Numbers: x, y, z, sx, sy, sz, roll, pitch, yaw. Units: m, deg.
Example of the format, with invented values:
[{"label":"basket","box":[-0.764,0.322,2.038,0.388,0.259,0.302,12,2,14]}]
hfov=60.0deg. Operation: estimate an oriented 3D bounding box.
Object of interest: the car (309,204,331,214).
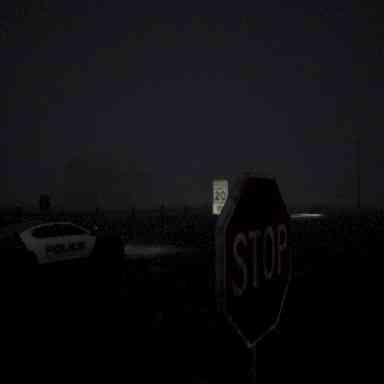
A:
[{"label":"car","box":[18.080,2.338,46.943,1.895,1.301,4.718,-1,-1,35]}]

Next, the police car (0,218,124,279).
[{"label":"police car","box":[-4.375,1.613,10.658,2.038,1.542,4.974,-1,-1,35]}]
